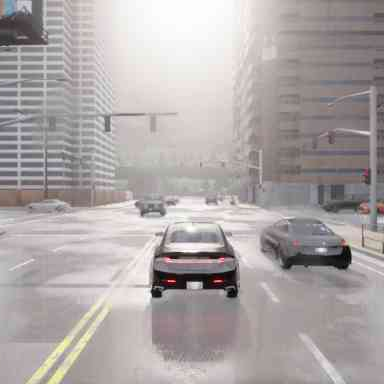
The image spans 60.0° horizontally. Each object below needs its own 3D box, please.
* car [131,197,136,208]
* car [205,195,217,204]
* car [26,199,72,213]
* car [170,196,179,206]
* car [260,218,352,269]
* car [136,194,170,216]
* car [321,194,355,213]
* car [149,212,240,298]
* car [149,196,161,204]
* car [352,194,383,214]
[{"bbox_3d":[-7.205,1.601,48.846,1.895,1.301,4.718,0,0,1],"label":"car"},{"bbox_3d":[3.508,1.353,61.946,2.097,1.767,4.553,0,0,0],"label":"car"},{"bbox_3d":[-15.712,1.526,36.569,4.674,1.442,1.812,0,1,-4],"label":"car"},{"bbox_3d":[-3.673,1.601,54.567,1.895,1.301,4.718,0,0,0],"label":"car"},{"bbox_3d":[3.563,1.564,11.149,1.994,1.385,4.181,0,0,0],"label":"car"},{"bbox_3d":[-3.649,1.222,32.273,2.150,2.045,5.566,0,0,0],"label":"car"},{"bbox_3d":[17.143,1.221,36.556,5.566,2.045,2.150,0,0,0],"label":"car"},{"bbox_3d":[0.052,1.492,8.497,2.128,1.511,4.902,0,0,0],"label":"car"},{"bbox_3d":[-7.135,1.525,65.251,1.812,1.442,4.674,0,0,0],"label":"car"},{"bbox_3d":[18.968,1.352,33.036,4.553,1.767,2.097,0,0,0],"label":"car"}]
